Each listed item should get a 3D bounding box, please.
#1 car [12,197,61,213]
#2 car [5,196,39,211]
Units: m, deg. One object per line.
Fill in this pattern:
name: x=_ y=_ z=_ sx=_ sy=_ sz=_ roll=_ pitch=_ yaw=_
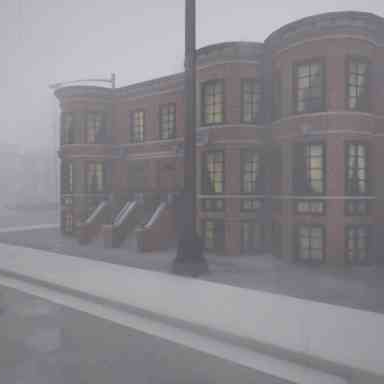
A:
car: x=-17.030 y=1.583 z=37.304 sx=1.895 sy=1.301 sz=4.718 roll=0 pitch=0 yaw=35
car: x=-19.645 y=1.332 z=39.667 sx=2.097 sy=1.767 sz=4.553 roll=0 pitch=0 yaw=35
